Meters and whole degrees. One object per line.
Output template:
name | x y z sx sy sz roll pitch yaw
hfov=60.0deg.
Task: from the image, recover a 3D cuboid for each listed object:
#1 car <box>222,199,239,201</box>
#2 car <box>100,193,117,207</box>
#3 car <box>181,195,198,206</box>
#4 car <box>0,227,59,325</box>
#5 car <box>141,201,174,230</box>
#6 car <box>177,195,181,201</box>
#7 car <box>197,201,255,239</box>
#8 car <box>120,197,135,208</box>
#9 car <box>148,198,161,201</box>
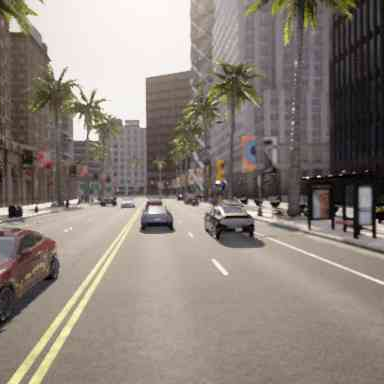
car | 3.322 1.384 29.439 2.231 1.521 4.892 -1 0 -7
car | -13.277 1.233 53.106 2.150 2.045 5.566 -1 0 -6
car | -0.192 1.228 58.603 2.185 1.767 4.553 -1 0 -7
car | -4.267 1.551 7.162 1.812 1.442 4.674 -1 0 -6
car | -2.235 1.538 21.283 1.994 1.385 4.181 0 0 -7
car | -2.515 1.361 80.412 2.161 1.482 4.786 -1 0 -7
car | 1.787 1.436 17.029 2.128 1.511 4.902 -1 0 -7
car | -9.081 1.511 47.328 1.812 1.442 4.674 -1 0 -7
car | -4.350 1.435 38.856 1.882 1.535 5.008 -1 0 -7
